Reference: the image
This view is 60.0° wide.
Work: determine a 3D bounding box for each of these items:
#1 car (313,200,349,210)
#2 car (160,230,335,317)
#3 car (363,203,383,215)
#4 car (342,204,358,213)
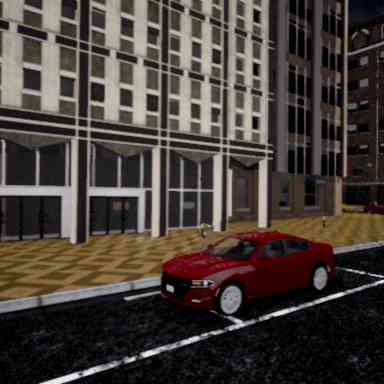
[{"bbox_3d":[20.837,1.919,50.089,1.752,1.417,4.829,1,-1,-36],"label":"car"},{"bbox_3d":[1.425,1.595,7.578,4.507,1.381,1.887,1,0,-36],"label":"car"},{"bbox_3d":[20.740,1.878,35.863,1.802,1.307,4.206,1,-1,-36],"label":"car"},{"bbox_3d":[17.536,1.811,40.324,1.752,1.417,4.829,1,-1,-36],"label":"car"}]
